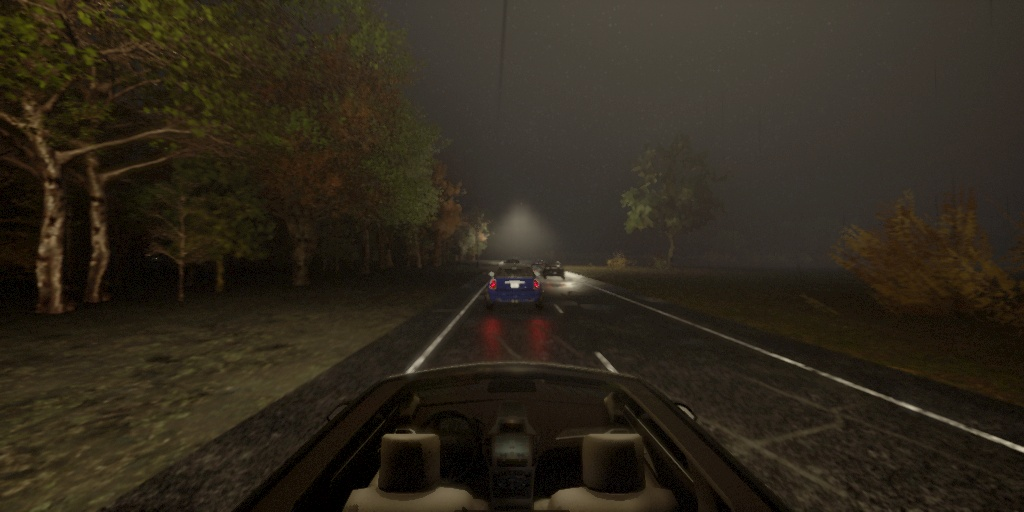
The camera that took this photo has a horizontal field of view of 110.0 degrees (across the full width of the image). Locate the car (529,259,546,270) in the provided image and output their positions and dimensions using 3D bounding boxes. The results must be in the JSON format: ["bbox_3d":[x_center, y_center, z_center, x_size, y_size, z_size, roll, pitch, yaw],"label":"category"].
[{"bbox_3d":[3.580,1.180,50.650,2.128,1.511,4.902,0,0,0],"label":"car"}]

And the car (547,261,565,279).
[{"bbox_3d":[3.524,1.206,31.720,2.128,1.511,4.902,0,0,0],"label":"car"}]

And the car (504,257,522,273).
[{"bbox_3d":[0.099,1.052,42.670,2.097,1.767,4.553,0,0,0],"label":"car"}]

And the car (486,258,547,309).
[{"bbox_3d":[0.101,1.088,15.029,2.097,1.767,4.553,0,0,0],"label":"car"}]
